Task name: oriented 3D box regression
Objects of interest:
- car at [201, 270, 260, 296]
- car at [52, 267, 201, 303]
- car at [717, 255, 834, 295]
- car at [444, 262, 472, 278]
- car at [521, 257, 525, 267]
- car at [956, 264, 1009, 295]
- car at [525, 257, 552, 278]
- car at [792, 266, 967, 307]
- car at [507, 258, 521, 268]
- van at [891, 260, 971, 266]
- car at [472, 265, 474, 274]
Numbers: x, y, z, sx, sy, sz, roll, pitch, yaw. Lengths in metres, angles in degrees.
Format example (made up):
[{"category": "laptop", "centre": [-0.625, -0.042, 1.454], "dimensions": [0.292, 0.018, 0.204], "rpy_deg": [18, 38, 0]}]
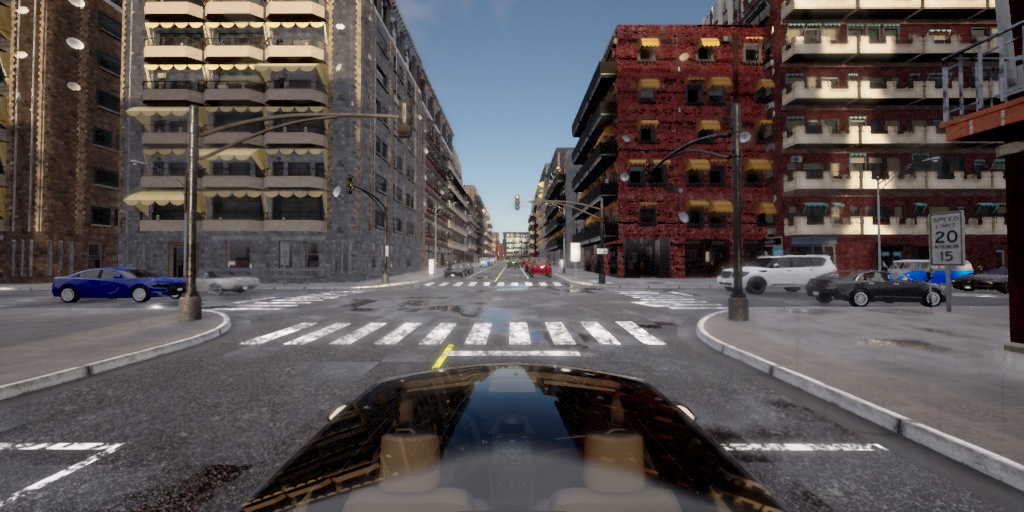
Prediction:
[{"category": "car", "centre": [-16.477, 1.436, 19.220], "dimensions": [4.718, 1.301, 1.895], "rpy_deg": [0, -1, 0]}, {"category": "car", "centre": [-17.582, 1.254, 16.284], "dimensions": [5.008, 1.535, 1.882], "rpy_deg": [0, -1, 0]}, {"category": "car", "centre": [14.067, 0.970, 19.088], "dimensions": [5.566, 2.045, 2.150], "rpy_deg": [0, -1, 0]}, {"category": "car", "centre": [-5.243, 1.328, 33.942], "dimensions": [1.948, 1.339, 4.313], "rpy_deg": [0, 0, 0]}, {"category": "car", "centre": [2.662, 1.086, 45.093], "dimensions": [2.192, 1.841, 5.009], "rpy_deg": [0, 0, 0]}, {"category": "car", "centre": [26.825, 1.266, 19.022], "dimensions": [5.357, 1.411, 2.033], "rpy_deg": [0, -1, 0]}, {"category": "car", "centre": [2.638, 1.077, 33.970], "dimensions": [2.192, 1.841, 5.009], "rpy_deg": [0, 0, 0]}, {"category": "car", "centre": [13.771, 1.186, 13.652], "dimensions": [4.403, 1.370, 2.007], "rpy_deg": [0, 0, 0]}, {"category": "car", "centre": [0.235, 1.165, 61.059], "dimensions": [2.097, 1.767, 4.553], "rpy_deg": [0, 0, -1]}, {"category": "van", "centre": [24.946, 1.115, 21.479], "dimensions": [3.998, 1.789, 1.690], "rpy_deg": [0, 0, 0]}, {"category": "car", "centre": [-5.231, 1.331, 39.503], "dimensions": [1.948, 1.339, 4.313], "rpy_deg": [0, 0, 0]}]
